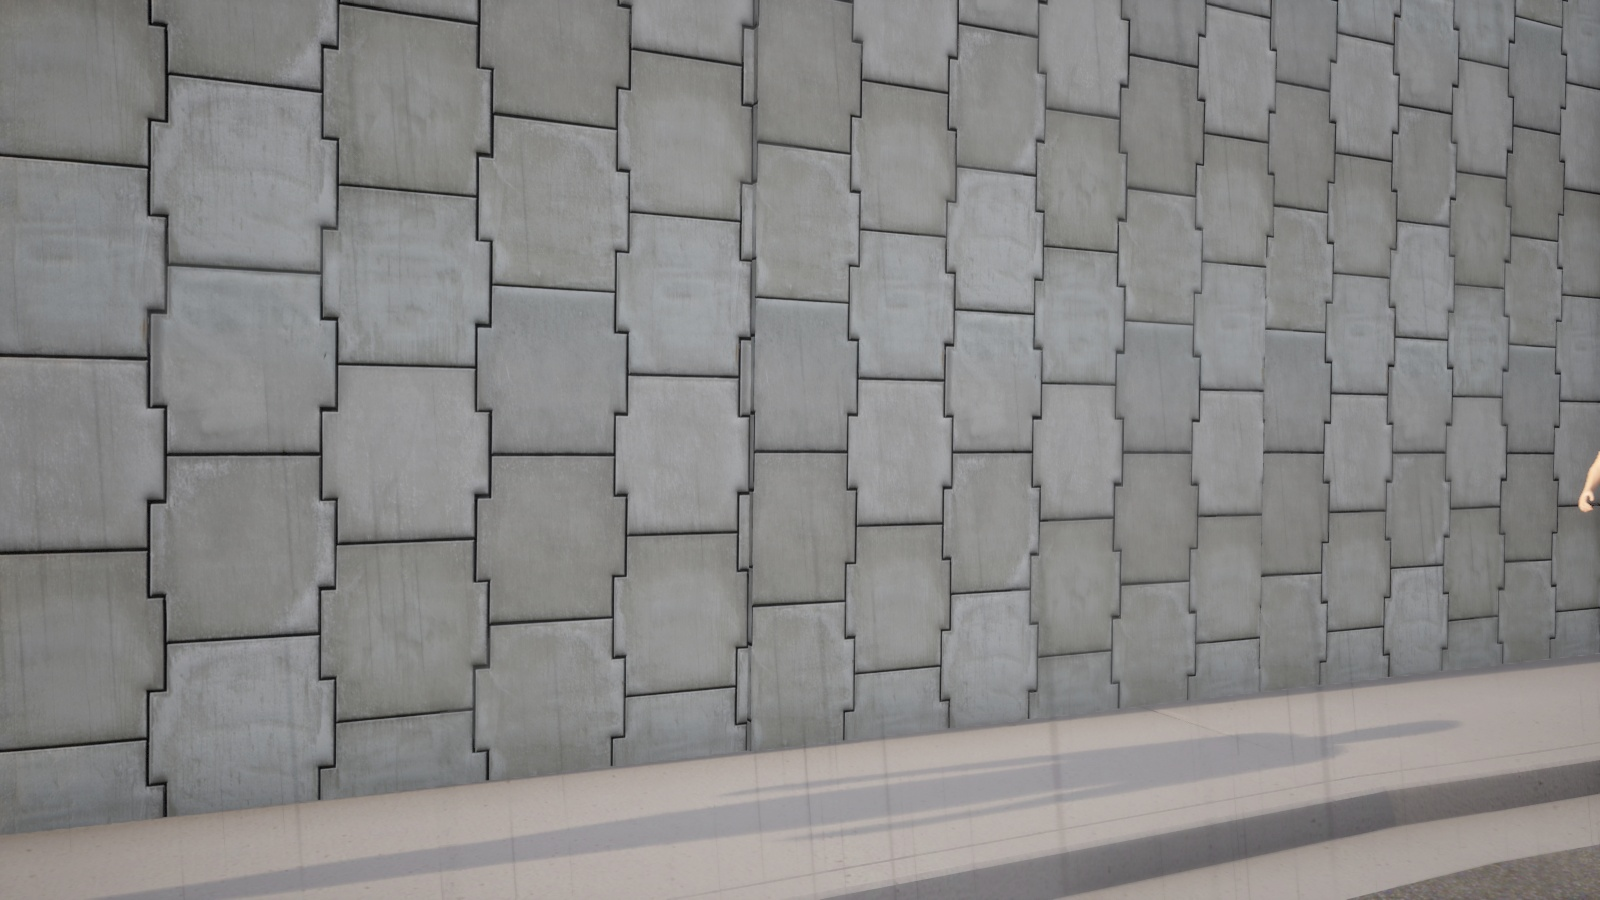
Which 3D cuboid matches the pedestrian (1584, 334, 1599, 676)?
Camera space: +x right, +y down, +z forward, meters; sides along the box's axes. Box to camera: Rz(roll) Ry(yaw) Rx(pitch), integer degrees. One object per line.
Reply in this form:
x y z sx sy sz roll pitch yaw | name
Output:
4.586 0.293 6.787 0.594 1.836 0.345 -1 1 -28 | pedestrian
